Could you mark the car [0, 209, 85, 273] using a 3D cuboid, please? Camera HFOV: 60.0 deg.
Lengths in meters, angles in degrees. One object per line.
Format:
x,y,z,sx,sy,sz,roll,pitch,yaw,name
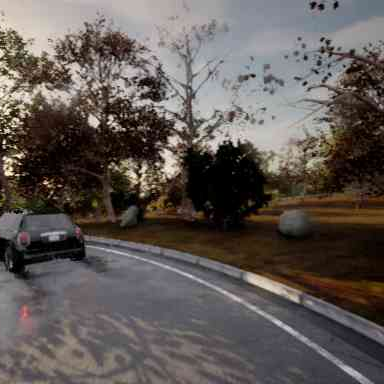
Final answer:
-5.414,1.331,11.000,2.097,1.767,4.553,-1,1,-44,car
